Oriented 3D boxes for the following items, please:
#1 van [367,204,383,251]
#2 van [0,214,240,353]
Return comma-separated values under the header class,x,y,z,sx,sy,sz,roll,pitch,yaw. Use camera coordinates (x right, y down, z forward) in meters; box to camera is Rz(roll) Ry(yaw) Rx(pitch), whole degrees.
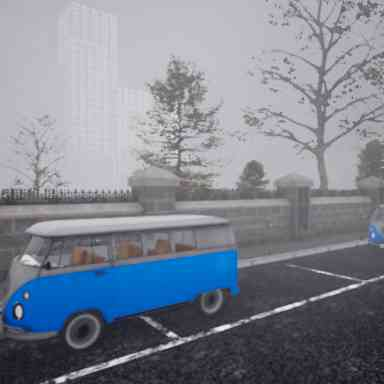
class,x,y,z,sx,sy,sz,roll,pitch,yaw
van,8.159,1.282,12.377,3.998,1.788,1.690,0,0,-35
van,-1.010,1.331,5.838,3.998,1.788,1.690,0,0,-35
